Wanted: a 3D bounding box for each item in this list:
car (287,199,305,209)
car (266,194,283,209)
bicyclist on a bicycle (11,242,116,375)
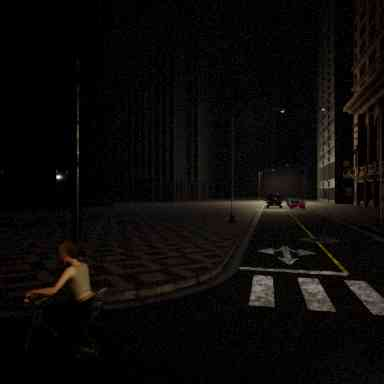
[{"bbox_3d":[14.495,1.688,45.926,1.895,1.301,4.718,0,0,14],"label":"car"},{"bbox_3d":[12.021,1.310,48.661,2.150,2.045,5.566,0,0,13],"label":"car"},{"bbox_3d":[-1.644,1.437,4.188,1.509,1.612,0.866,0,0,13],"label":"bicyclist on a bicycle"}]
